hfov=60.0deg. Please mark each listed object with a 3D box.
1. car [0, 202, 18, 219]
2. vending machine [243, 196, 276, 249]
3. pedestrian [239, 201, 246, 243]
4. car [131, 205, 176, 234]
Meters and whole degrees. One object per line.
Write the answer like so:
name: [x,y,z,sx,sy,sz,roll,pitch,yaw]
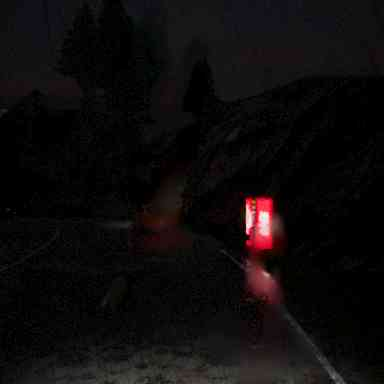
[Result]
car: [-16.913,1.550,27.525,4.674,1.442,1.812,0,0,0]
vending machine: [2.788,1.207,13.764,1.100,2.100,0.880,0,0,-10]
pedestrian: [2.293,1.306,14.822,0.375,1.860,0.375,0,0,-11]
car: [-2.373,1.494,19.643,1.882,1.535,5.008,1,0,-19]
